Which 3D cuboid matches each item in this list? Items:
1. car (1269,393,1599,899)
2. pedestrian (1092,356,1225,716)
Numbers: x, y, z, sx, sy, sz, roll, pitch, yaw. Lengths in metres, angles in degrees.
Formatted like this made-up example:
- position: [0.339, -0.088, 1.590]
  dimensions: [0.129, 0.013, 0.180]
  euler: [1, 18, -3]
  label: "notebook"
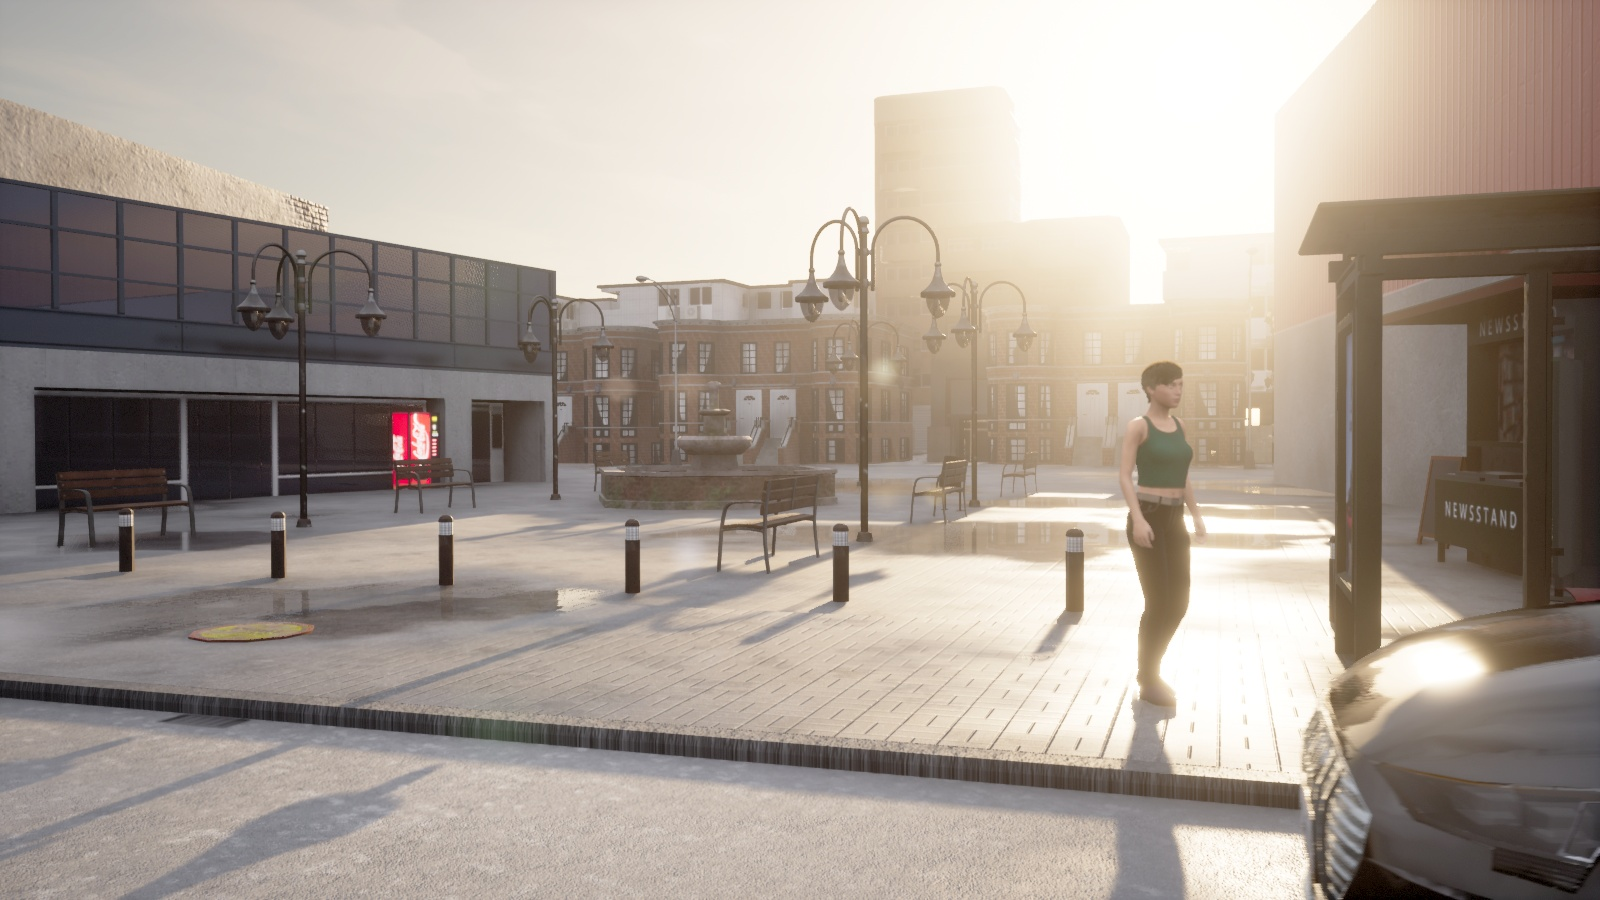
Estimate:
- position: [3.573, 0.730, 2.518]
  dimensions: [4.856, 1.649, 2.033]
  euler: [1, 1, 19]
  label: "car"
- position: [1.915, 0.435, 6.745]
  dimensions: [0.345, 1.836, 0.594]
  euler: [0, 1, -32]
  label: "pedestrian"
